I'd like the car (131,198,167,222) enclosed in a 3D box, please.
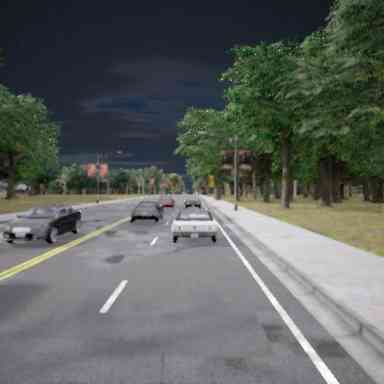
[{"bbox_3d":[-3.132,1.341,23.919,1.994,1.385,4.181,0,1,0],"label":"car"}]

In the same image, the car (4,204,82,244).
[{"bbox_3d":[-6.488,1.338,15.034,2.128,1.511,4.902,0,0,0],"label":"car"}]

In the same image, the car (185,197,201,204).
[{"bbox_3d":[0.129,1.273,39.741,1.895,1.301,4.718,0,0,0],"label":"car"}]

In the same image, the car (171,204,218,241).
[{"bbox_3d":[0.112,1.443,15.524,1.895,1.301,4.718,0,0,0],"label":"car"}]

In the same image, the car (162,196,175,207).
[{"bbox_3d":[-3.121,1.229,40.884,1.994,1.385,4.181,0,0,0],"label":"car"}]
